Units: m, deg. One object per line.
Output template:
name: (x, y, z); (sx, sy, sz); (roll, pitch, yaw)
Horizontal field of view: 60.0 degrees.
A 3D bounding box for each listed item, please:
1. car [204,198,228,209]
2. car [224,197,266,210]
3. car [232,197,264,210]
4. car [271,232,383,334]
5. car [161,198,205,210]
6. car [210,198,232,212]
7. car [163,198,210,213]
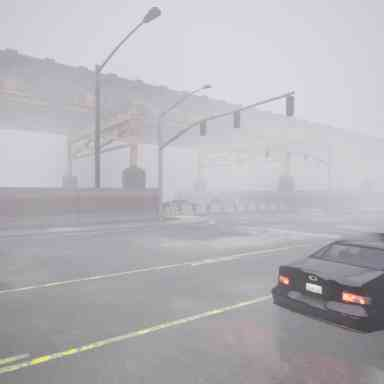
car: (2.885, 1.295, 38.746); (1.853, 1.218, 4.536); (0, 0, 17)
car: (6.742, 1.453, 42.495); (4.974, 1.542, 2.038); (0, 0, -8)
car: (6.690, 1.295, 42.488); (4.536, 1.218, 1.853); (0, 0, -8)
car: (3.937, 1.547, 6.660); (5.357, 1.411, 2.033); (0, 0, -36)
car: (-0.900, 1.295, 35.980); (4.536, 1.218, 1.853); (0, 0, 7)
car: (2.869, 1.453, 38.696); (2.038, 1.542, 4.974); (0, 0, 17)
car: (-0.848, 1.453, 35.974); (4.974, 1.542, 2.038); (0, 0, 7)
